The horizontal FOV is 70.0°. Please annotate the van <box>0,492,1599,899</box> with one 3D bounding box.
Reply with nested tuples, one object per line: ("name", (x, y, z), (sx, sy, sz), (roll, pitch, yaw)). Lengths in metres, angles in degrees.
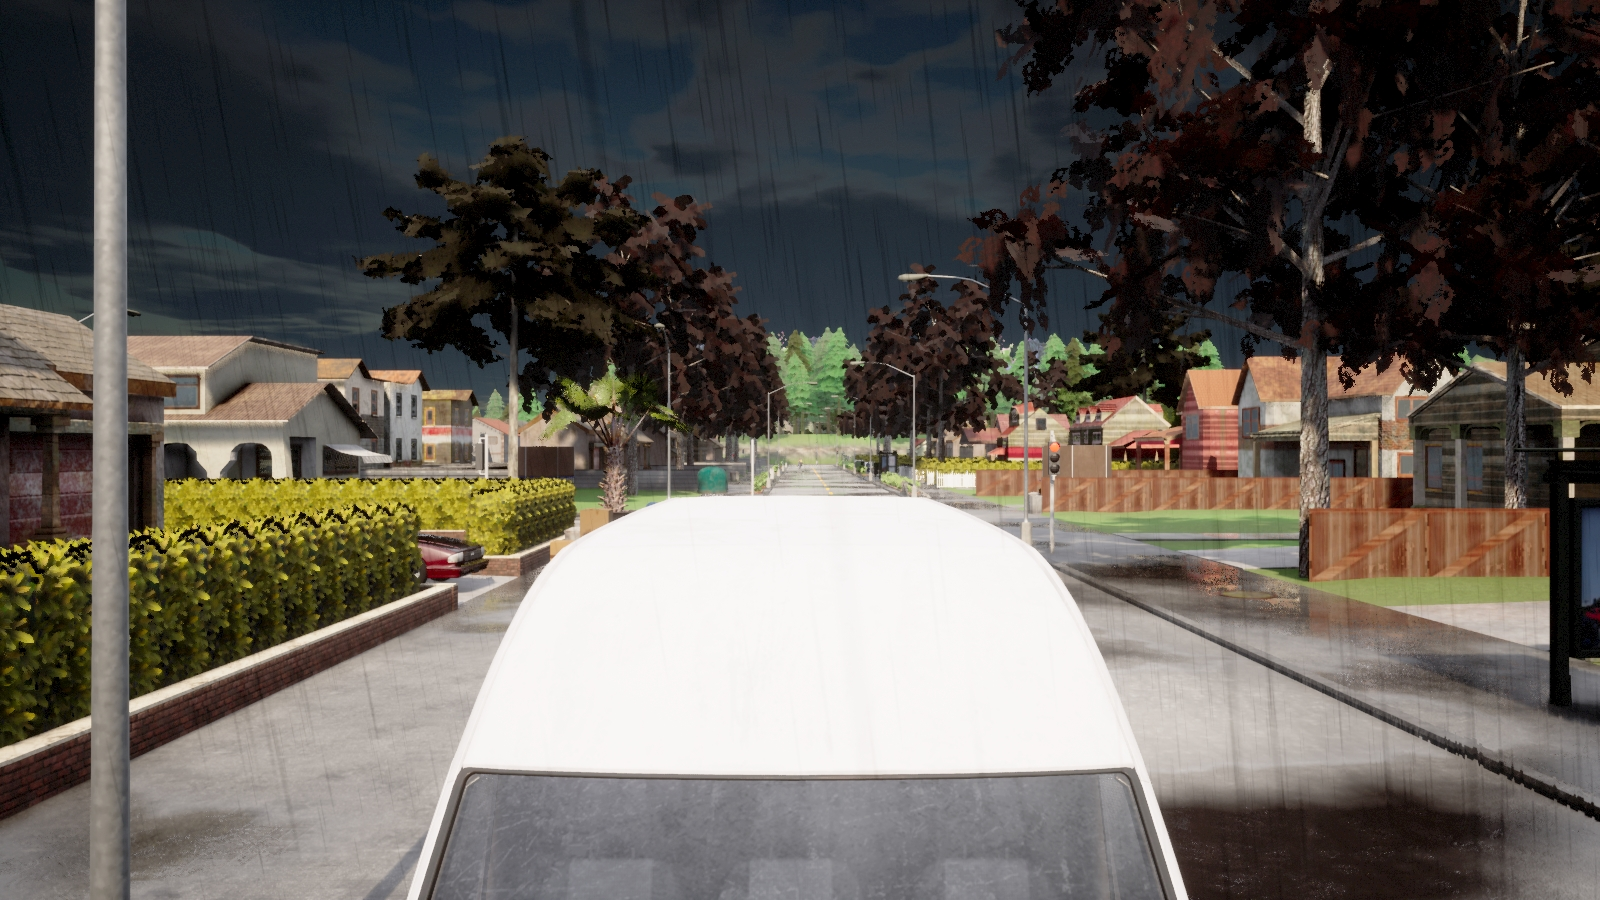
("van", (0.002, 1.537, 4.030), (1.988, 2.561, 5.915), (0, 0, 0))
